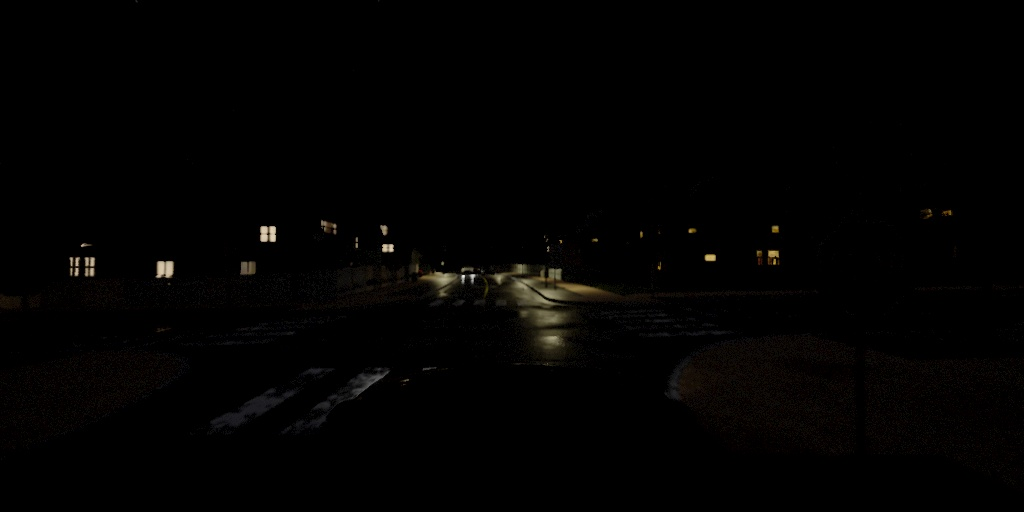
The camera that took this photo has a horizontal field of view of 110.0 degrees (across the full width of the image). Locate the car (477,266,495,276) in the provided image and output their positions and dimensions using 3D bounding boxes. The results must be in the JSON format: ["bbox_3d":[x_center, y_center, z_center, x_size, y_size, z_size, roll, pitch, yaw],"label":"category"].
[{"bbox_3d":[-3.721,2.234,54.408,2.033,1.411,5.357,0,-1,-10],"label":"car"}]

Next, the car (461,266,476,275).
[{"bbox_3d":[-7.326,2.316,58.867,1.812,1.442,4.674,0,-1,-10],"label":"car"}]
